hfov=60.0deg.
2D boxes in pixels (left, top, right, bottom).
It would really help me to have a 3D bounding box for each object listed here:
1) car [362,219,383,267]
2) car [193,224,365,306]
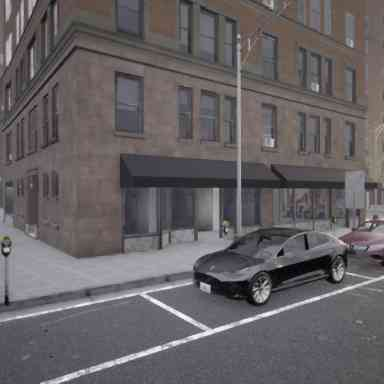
[{"bbox_3d":[6.496,1.581,11.242,4.206,1.307,1.802,0,0,-36],"label":"car"},{"bbox_3d":[2.035,1.565,8.023,4.313,1.339,1.947,0,0,-36],"label":"car"}]
